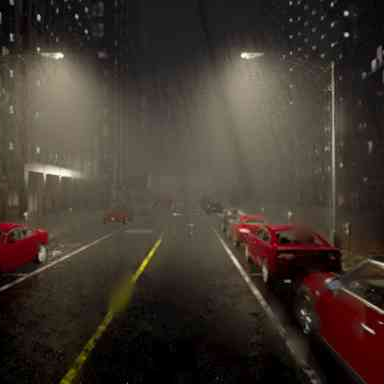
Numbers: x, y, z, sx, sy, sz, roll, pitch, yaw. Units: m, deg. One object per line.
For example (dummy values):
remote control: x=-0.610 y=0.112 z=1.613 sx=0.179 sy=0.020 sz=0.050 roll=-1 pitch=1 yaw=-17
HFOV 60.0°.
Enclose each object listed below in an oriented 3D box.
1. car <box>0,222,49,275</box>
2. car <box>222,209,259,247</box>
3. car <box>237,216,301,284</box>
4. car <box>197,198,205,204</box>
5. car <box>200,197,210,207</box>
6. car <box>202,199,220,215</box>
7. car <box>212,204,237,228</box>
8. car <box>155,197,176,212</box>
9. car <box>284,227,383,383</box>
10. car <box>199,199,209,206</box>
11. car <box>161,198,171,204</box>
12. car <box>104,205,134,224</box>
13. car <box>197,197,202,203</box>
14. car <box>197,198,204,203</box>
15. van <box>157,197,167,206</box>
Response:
car: x=-5.720 y=1.623 z=9.588 sx=1.887 sy=1.381 sz=4.507 roll=0 pitch=0 yaw=0
car: x=2.635 y=1.689 z=15.293 sx=1.802 sy=1.307 sz=4.206 roll=0 pitch=0 yaw=0
car: x=2.661 y=1.611 z=9.604 sx=1.887 sy=1.381 sz=4.507 roll=0 pitch=0 yaw=0
car: x=2.326 y=2.206 z=83.558 sx=1.802 sy=1.307 sz=4.206 roll=0 pitch=0 yaw=0
car: x=2.480 y=1.887 z=49.595 sx=1.752 sy=1.417 sz=4.829 roll=0 pitch=0 yaw=0
car: x=2.532 y=1.841 z=38.047 sx=1.947 sy=1.339 sz=4.313 roll=0 pitch=0 yaw=0
car: x=2.609 y=1.699 z=20.982 sx=2.008 sy=1.369 sz=4.403 roll=0 pitch=0 yaw=0
car: x=-3.187 y=1.673 z=43.032 sx=2.097 sy=1.767 sz=4.553 roll=0 pitch=0 yaw=0
car: x=2.687 y=1.465 z=3.915 sx=1.967 sy=1.590 sz=4.097 roll=0 pitch=0 yaw=0
car: x=2.403 y=2.035 z=66.492 sx=1.887 sy=1.381 sz=4.507 roll=0 pitch=0 yaw=0
car: x=-6.029 y=2.142 z=77.855 sx=2.008 sy=1.369 sz=4.403 roll=0 pitch=0 yaw=0
car: x=-5.797 y=1.748 z=26.655 sx=1.887 sy=1.381 sz=4.507 roll=0 pitch=0 yaw=0
car: x=2.430 y=1.762 z=60.804 sx=2.192 sy=1.841 sz=5.009 roll=0 pitch=0 yaw=0
car: x=2.300 y=2.214 z=89.246 sx=1.887 sy=1.381 sz=4.507 roll=0 pitch=0 yaw=0
van: x=-5.976 y=1.844 z=66.479 sx=1.690 sy=1.788 sz=3.998 roll=0 pitch=0 yaw=0
